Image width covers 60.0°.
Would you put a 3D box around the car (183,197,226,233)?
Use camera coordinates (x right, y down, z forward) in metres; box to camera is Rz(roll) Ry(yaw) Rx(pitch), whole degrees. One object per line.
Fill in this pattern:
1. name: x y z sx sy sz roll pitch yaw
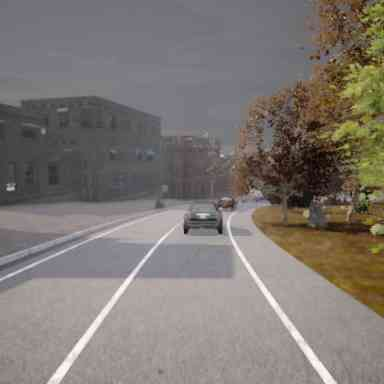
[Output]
1. car: 0.727 1.288 19.218 2.097 1.767 4.553 0 0 5

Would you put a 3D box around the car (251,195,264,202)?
1. car: 14.440 1.316 72.478 1.812 1.442 4.674 3 1 30

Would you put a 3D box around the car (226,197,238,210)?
1. car: 4.433 1.322 40.355 1.882 1.535 5.008 1 0 15
